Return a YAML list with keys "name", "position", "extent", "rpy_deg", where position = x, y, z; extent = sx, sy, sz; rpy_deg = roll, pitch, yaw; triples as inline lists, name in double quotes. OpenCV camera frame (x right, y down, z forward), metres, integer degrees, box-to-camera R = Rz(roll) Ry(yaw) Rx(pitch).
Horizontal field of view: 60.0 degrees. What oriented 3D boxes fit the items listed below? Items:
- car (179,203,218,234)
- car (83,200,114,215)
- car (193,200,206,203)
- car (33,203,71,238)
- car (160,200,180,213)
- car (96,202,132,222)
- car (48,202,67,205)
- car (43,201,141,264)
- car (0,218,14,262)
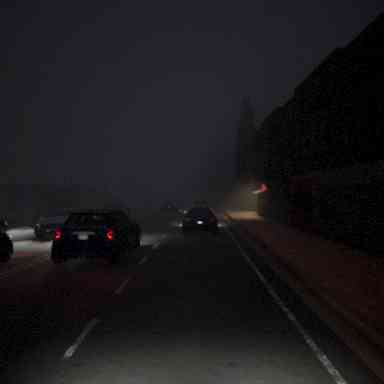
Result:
- name: "car"
  position: [0.472, 1.608, 19.736]
  extent: [1.994, 1.385, 4.181]
  rpy_deg: [0, 0, 1]
- name: "car"
  position: [-9.742, 1.636, 35.050]
  extent: [1.994, 1.385, 4.181]
  rpy_deg: [0, 0, 1]
- name: "car"
  position: [0.925, 1.636, 39.833]
  extent: [2.033, 1.411, 5.357]
  rpy_deg: [0, 0, 2]
- name: "car"
  position: [-6.754, 1.562, 18.135]
  extent: [1.812, 1.442, 4.674]
  rpy_deg: [0, 0, 2]
- name: "car"
  position: [-2.546, 1.649, 38.802]
  extent: [1.994, 1.385, 4.181]
  rpy_deg: [0, 0, 2]
- name: "car"
  position: [-6.472, 1.623, 28.049]
  extent: [1.994, 1.385, 4.181]
  rpy_deg: [0, 0, 1]
- name: "car"
  position: [-10.065, 1.541, 25.008]
  extent: [2.128, 1.511, 4.902]
  rpy_deg: [0, 0, 2]
- name: "car"
  position: [-3.207, 1.377, 12.056]
  extent: [2.097, 1.767, 4.553]
  rpy_deg: [0, 0, 1]
- name: "car"
  position: [-6.957, 1.581, 9.374]
  extent: [1.994, 1.385, 4.181]
  rpy_deg: [0, 0, 2]
